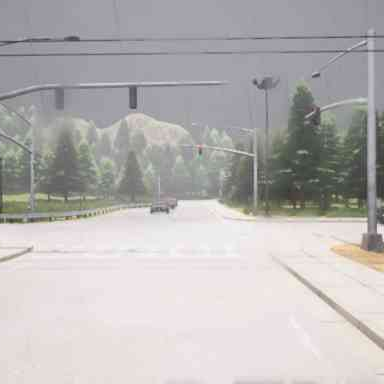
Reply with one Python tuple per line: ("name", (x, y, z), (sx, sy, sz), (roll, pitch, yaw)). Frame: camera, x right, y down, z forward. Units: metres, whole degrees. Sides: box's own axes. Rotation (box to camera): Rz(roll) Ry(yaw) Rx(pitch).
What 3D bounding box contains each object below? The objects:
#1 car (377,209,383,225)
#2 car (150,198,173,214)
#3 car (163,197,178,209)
("car", (14.623, 1.360, 22.123), (4.553, 1.767, 2.097), (0, 0, 1))
("car", (-3.528, 1.678, 37.479), (1.994, 1.385, 4.181), (0, 0, 0))
("car", (-3.488, 1.490, 47.188), (2.097, 1.767, 4.553), (0, 0, 0))
